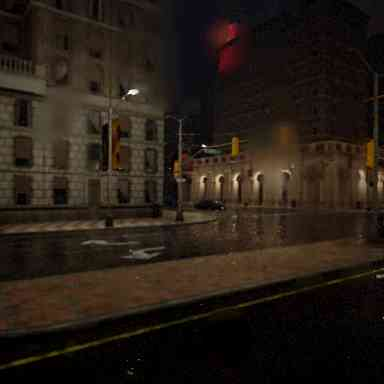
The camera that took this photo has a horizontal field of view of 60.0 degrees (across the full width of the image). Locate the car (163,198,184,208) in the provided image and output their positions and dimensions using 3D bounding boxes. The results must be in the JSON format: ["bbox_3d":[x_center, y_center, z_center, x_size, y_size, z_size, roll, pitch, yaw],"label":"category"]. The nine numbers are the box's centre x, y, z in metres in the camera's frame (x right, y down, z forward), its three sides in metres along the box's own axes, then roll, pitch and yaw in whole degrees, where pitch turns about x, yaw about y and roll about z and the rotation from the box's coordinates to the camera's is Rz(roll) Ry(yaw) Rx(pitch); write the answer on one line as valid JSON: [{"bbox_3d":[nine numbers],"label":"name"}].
[{"bbox_3d":[-3.101,1.822,54.142,1.812,1.442,4.674,1,0,-35],"label":"car"}]

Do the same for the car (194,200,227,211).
[{"bbox_3d":[2.476,1.844,46.293,2.033,1.411,5.357,1,0,-36],"label":"car"}]
